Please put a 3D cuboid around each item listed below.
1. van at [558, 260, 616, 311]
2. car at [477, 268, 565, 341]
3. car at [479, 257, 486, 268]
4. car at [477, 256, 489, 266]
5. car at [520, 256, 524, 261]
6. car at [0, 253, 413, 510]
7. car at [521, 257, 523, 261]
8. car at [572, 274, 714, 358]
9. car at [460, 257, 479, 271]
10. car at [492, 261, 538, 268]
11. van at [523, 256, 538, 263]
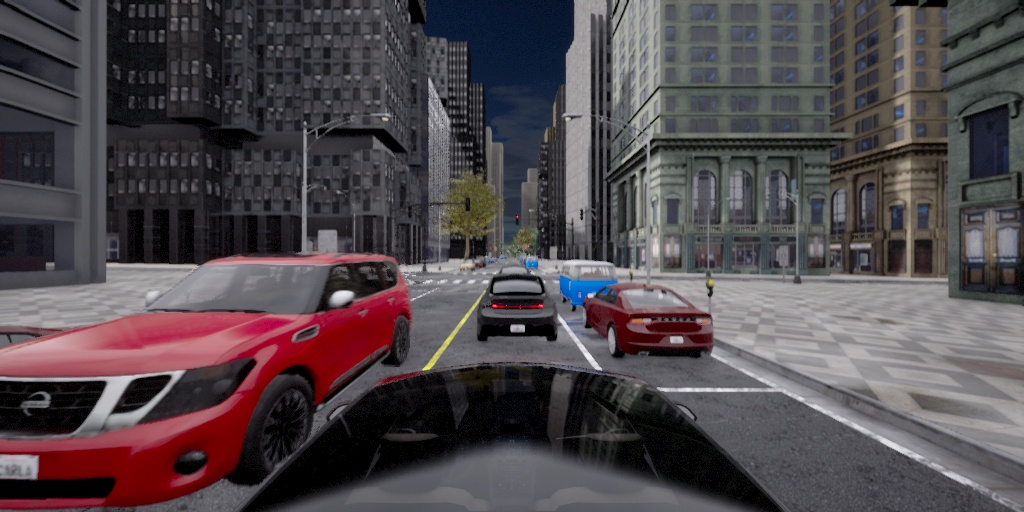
[{"bbox_3d":[2.803,1.067,13.824,1.690,1.789,3.998,0,0,0],"label":"van"},{"bbox_3d":[0.119,1.238,9.773,1.837,1.490,4.892,0,0,0],"label":"car"},{"bbox_3d":[-5.640,1.206,57.009,1.888,1.381,4.507,0,0,0],"label":"car"},{"bbox_3d":[-5.628,0.970,62.298,2.192,1.841,5.009,0,0,0],"label":"car"},{"bbox_3d":[2.898,1.200,62.634,1.888,1.381,4.507,0,0,0],"label":"car"},{"bbox_3d":[-3.061,0.967,4.988,2.150,2.045,5.566,0,0,1],"label":"car"},{"bbox_3d":[2.886,1.227,57.220,1.948,1.339,4.313,0,0,0],"label":"car"},{"bbox_3d":[2.790,1.281,8.299,1.888,1.381,4.507,0,0,0],"label":"car"},{"bbox_3d":[-5.670,1.200,46.259,1.751,1.417,4.829,0,0,0],"label":"car"},{"bbox_3d":[0.134,1.194,18.950,1.882,1.535,5.008,0,0,0],"label":"car"},{"bbox_3d":[2.874,1.008,51.808,1.690,1.789,3.998,0,0,0],"label":"van"}]
